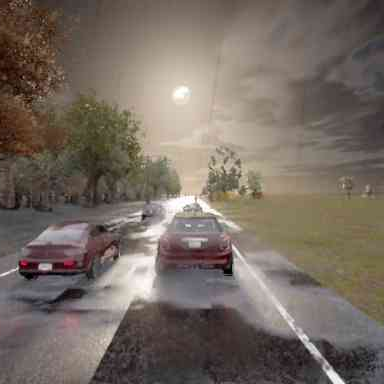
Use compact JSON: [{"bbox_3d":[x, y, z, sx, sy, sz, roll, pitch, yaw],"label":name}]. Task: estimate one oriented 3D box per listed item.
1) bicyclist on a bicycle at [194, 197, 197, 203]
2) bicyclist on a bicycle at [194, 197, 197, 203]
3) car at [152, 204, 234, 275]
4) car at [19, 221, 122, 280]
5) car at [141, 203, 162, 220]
[{"bbox_3d":[0.909,2.011,86.088,0.582,1.620,1.656,0,-1,0],"label":"bicyclist on a bicycle"},{"bbox_3d":[0.914,1.869,77.084,0.659,1.776,1.843,0,0,0],"label":"bicyclist on a bicycle"},{"bbox_3d":[0.081,1.422,10.862,2.097,1.767,4.553,0,0,0],"label":"car"},{"bbox_3d":[-3.414,1.591,10.055,1.812,1.442,4.674,0,0,0],"label":"car"},{"bbox_3d":[-3.420,1.744,30.402,2.033,1.411,5.357,0,0,0],"label":"car"}]
